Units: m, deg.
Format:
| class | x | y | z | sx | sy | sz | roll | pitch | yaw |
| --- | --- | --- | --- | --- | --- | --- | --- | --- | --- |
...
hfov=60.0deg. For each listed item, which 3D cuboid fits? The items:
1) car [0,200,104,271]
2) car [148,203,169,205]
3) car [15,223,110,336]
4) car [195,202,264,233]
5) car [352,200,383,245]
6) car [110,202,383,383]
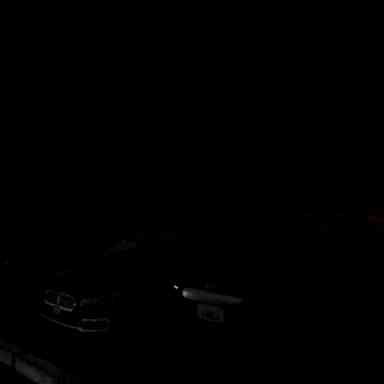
| class | x | y | z | sx | sy | sz | roll | pitch | yaw |
| --- | --- | --- | --- | --- | --- | --- | --- | --- | --- |
| car | -5.122 | 1.241 | 10.134 | 2.435 | 2.045 | 5.566 | 0 | 0 | 36 |
| car | -2.064 | 1.525 | 23.983 | 2.097 | 1.535 | 5.008 | -1 | 0 | 36 |
| car | -0.573 | 1.473 | 6.859 | 2.231 | 1.521 | 4.892 | 0 | 0 | 36 |
| car | 2.473 | 1.491 | 20.754 | 2.097 | 1.535 | 5.008 | 0 | 0 | 36 |
| car | 9.252 | 1.342 | 15.871 | 2.185 | 1.767 | 4.553 | 0 | 0 | 35 |
| car | 1.724 | 1.216 | 5.248 | 2.435 | 2.045 | 5.566 | 0 | 0 | 36 |
